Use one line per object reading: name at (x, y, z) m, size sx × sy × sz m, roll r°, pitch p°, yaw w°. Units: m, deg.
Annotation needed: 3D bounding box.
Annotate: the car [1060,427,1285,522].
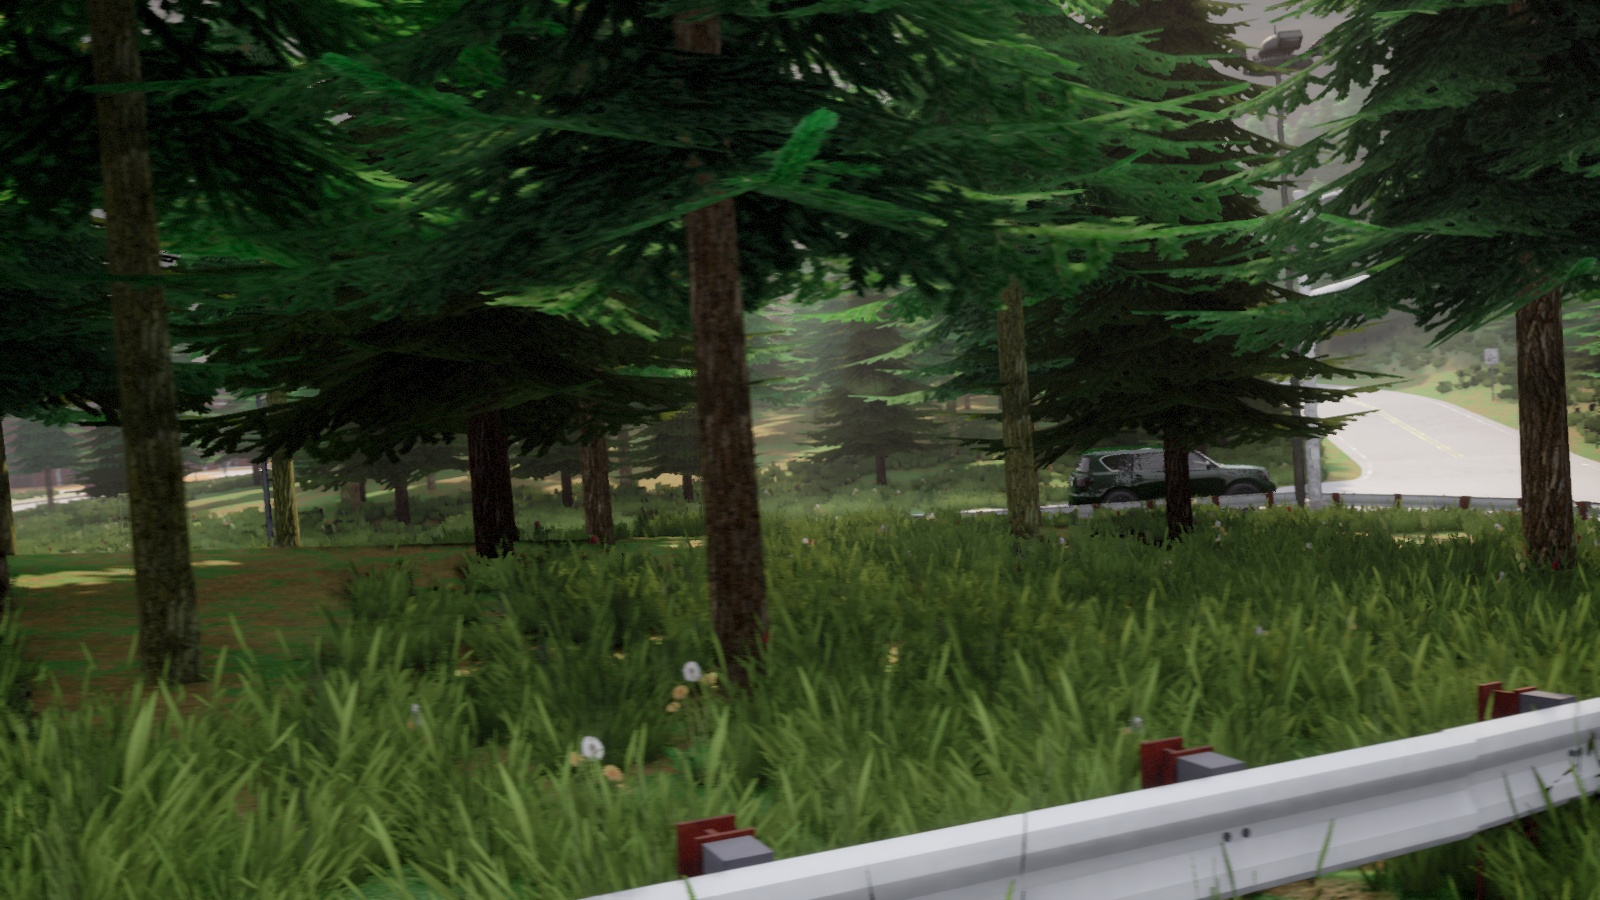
car at (10.297, 0.644, 35.081) m, size 5.566 × 2.045 × 2.150 m, roll -5°, pitch 2°, yaw 3°
